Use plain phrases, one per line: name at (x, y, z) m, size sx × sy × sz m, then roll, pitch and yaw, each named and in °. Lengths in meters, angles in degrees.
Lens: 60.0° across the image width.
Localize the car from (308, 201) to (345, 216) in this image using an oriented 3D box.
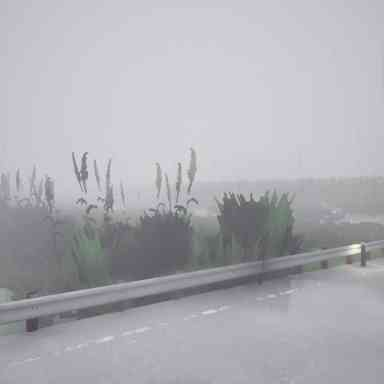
car at (10.859, 1.572, 29.002) m, size 2.097 × 1.767 × 4.553 m, roll -1°, pitch 1°, yaw -43°
